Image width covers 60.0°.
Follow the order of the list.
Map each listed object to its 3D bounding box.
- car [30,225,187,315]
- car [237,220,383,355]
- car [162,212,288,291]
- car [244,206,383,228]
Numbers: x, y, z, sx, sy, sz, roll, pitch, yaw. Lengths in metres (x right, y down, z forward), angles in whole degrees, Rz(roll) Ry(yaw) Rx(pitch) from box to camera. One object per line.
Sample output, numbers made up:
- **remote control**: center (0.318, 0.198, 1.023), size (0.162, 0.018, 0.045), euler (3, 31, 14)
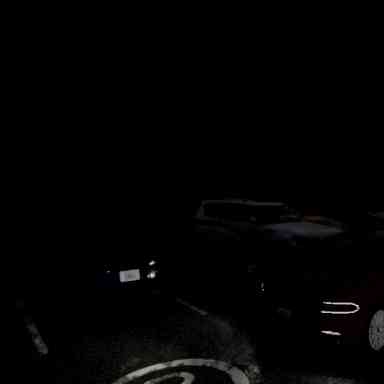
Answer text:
- **car**: center (-2.403, 1.500, 7.740), size (2.163, 1.488, 4.792), euler (1, 0, -34)
- **car**: center (3.422, 1.524, 6.309), size (5.008, 1.535, 1.882), euler (1, 0, -34)
- **car**: center (-0.092, 1.498, 9.279), size (2.097, 1.535, 5.008), euler (1, 0, -34)
- **car**: center (4.593, 1.551, 12.264), size (1.946, 1.575, 5.366), euler (1, 0, -34)
